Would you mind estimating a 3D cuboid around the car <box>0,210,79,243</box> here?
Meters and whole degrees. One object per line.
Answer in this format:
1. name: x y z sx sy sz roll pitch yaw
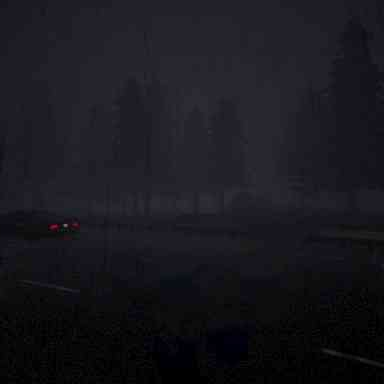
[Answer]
1. car: -8.029 1.575 16.164 5.357 1.411 2.033 0 0 25
